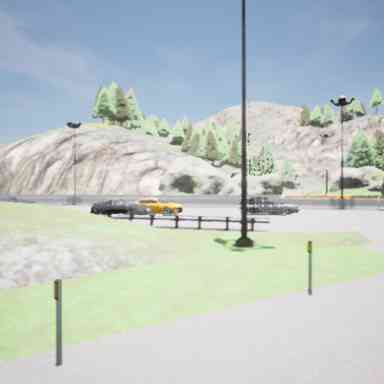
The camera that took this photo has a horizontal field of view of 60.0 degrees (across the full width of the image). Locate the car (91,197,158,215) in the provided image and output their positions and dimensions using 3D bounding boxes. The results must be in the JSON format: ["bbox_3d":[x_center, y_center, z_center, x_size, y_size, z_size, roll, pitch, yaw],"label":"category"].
[{"bbox_3d":[-5.537,1.293,26.024,4.902,1.511,2.128,0,1,20],"label":"car"}]

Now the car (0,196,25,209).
[{"bbox_3d":[-23.278,1.309,40.130,5.357,1.411,2.033,0,1,21],"label":"car"}]

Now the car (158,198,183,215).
[{"bbox_3d":[-3.208,1.243,28.890,5.008,1.535,1.882,0,1,20],"label":"car"}]

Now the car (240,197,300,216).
[{"bbox_3d":[6.910,1.320,28.857,4.718,1.301,1.895,0,1,20],"label":"car"}]

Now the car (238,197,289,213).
[{"bbox_3d":[7.036,1.212,32.544,4.674,1.442,1.812,0,1,20],"label":"car"}]

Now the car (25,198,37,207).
[{"bbox_3d":[-23.096,1.276,43.803,5.357,1.411,2.033,0,1,21],"label":"car"}]
